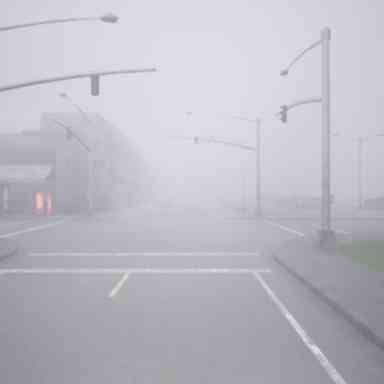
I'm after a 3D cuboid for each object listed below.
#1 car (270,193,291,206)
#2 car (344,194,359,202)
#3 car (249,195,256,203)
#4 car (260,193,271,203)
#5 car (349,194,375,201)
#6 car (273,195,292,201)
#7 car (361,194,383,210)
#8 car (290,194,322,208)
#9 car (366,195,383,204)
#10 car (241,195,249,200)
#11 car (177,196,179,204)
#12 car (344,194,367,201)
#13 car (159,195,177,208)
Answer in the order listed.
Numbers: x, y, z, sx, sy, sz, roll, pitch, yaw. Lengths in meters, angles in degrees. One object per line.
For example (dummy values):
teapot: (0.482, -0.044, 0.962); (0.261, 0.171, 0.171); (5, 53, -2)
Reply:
car: (14.168, 1.162, 46.980); (5.027, 1.636, 2.152); (0, 0, 0)
car: (32.304, 1.325, 66.292); (3.633, 1.501, 1.845); (0, 0, 0)
car: (13.754, 1.103, 62.680); (4.605, 1.855, 1.932); (0, 0, 0)
car: (14.167, 1.083, 59.775); (3.866, 1.878, 1.905); (0, 0, 0)
car: (39.977, 1.334, 78.138); (5.027, 1.636, 2.152); (0, 0, 0)
car: (21.312, 1.387, 78.284); (3.806, 1.475, 1.970); (0, 0, 0)
car: (21.541, 1.308, 36.901); (4.514, 1.523, 2.007); (0, 0, 0)
car: (14.492, 1.241, 40.563); (3.806, 1.475, 1.970); (0, 0, 0)
car: (32.262, 1.305, 56.299); (4.514, 1.523, 2.007); (0, 0, 0)
car: (13.891, 1.376, 81.264); (3.633, 1.501, 1.845); (0, 0, 0)
car: (-3.526, 1.342, 63.199); (2.097, 1.767, 4.553); (0, 0, 1)
car: (39.925, 1.342, 81.275); (4.514, 1.523, 2.007); (0, 0, 0)
car: (-3.577, 1.518, 47.046); (1.812, 1.442, 4.674); (0, 0, 0)
